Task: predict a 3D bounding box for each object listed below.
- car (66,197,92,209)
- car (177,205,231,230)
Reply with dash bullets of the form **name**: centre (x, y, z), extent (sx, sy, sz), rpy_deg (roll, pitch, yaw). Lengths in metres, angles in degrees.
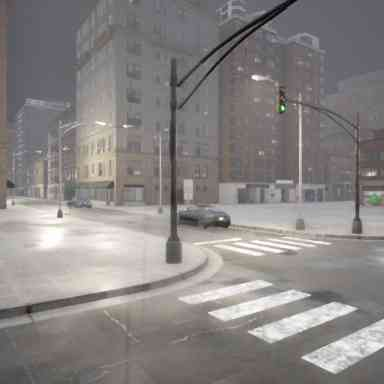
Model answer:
- **car**: centre (-13.885, 1.355, 40.757), extent (2.033, 1.411, 5.357), rpy_deg (0, 0, -35)
- **car**: centre (0.501, 1.486, 20.577), extent (1.994, 1.385, 4.181), rpy_deg (0, 0, -35)
